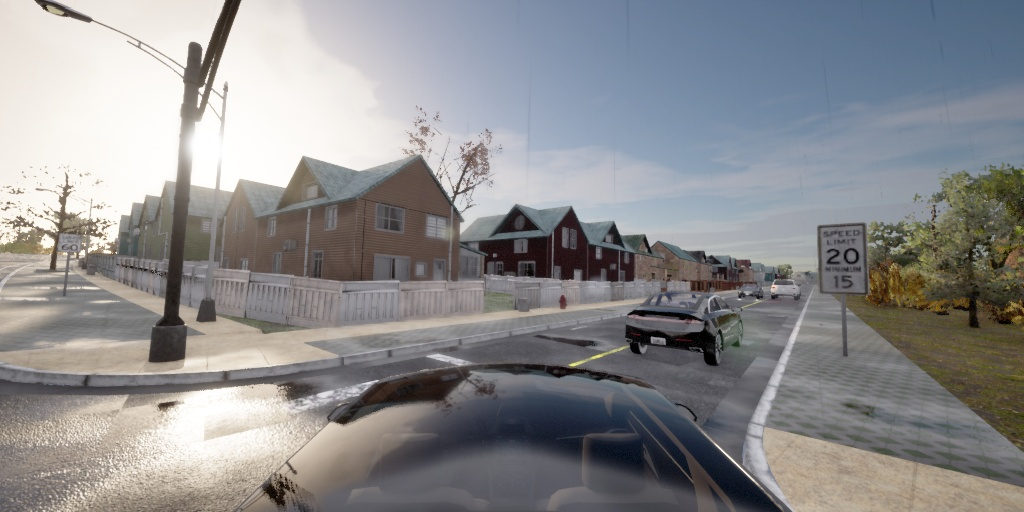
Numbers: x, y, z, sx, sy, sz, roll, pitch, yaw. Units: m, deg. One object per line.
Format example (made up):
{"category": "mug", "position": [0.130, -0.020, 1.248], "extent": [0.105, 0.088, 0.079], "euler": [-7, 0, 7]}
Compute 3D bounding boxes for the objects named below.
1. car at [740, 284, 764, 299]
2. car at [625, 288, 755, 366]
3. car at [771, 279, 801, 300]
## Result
{"category": "car", "position": [25.181, 3.703, 37.766], "extent": [2.128, 1.511, 4.902], "euler": [-2, -4, 40]}
{"category": "car", "position": [4.554, 1.656, 9.180], "extent": [2.128, 1.511, 4.902], "euler": [-2, -4, 40]}
{"category": "car", "position": [28.328, 3.453, 37.113], "extent": [2.150, 2.045, 5.566], "euler": [-2, -4, 41]}
